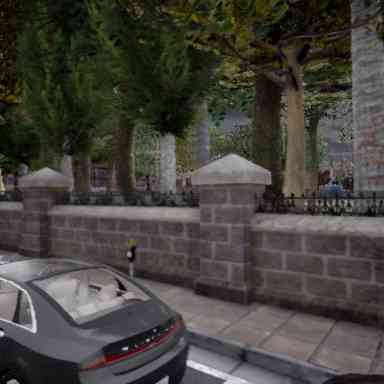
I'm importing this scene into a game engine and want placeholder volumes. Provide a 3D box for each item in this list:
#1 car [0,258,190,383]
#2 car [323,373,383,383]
[{"bbox_3d":[-2.079,1.546,4.305,4.403,1.369,2.008,0,-1,36],"label":"car"},{"bbox_3d":[2.357,1.568,1.141,4.313,1.339,1.947,0,-1,36],"label":"car"}]
